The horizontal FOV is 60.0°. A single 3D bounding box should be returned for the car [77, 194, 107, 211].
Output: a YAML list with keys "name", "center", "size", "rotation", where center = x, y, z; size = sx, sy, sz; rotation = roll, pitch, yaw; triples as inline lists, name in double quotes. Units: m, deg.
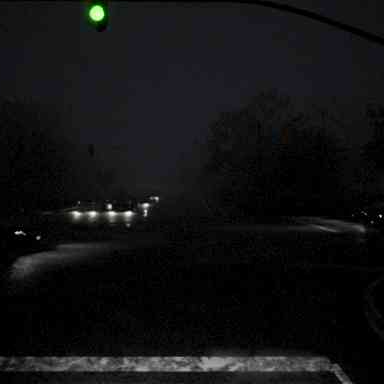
- name: "car"
  center: [-10.588, 0.995, 35.306]
  size: [2.097, 1.767, 4.553]
  rotation: [0, 1, 0]

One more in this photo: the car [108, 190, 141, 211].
- name: "car"
  center: [-7.067, 0.995, 35.292]
  size: [2.097, 1.767, 4.553]
  rotation: [0, 1, -1]

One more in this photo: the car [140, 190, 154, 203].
- name: "car"
  center: [-7.074, 0.825, 48.022]
  size: [1.812, 1.442, 4.674]
  rotation: [0, 2, 0]

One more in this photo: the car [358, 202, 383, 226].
- name: "car"
  center: [12.310, 1.375, 18.721]
  size: [4.718, 1.301, 1.895]
  rotation: [0, 0, -1]

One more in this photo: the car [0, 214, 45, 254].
- name: "car"
  center: [-7.752, 1.339, 11.971]
  size: [4.674, 1.442, 1.812]
  rotation: [0, 0, 5]

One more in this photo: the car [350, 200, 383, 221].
- name: "car"
  center: [13.041, 1.280, 22.232]
  size: [4.674, 1.442, 1.812]
  rotation: [0, 0, -2]

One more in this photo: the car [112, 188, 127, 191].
- name: "car"
  center: [-10.584, 0.509, 48.340]
  size: [2.150, 2.045, 5.566]
  rotation: [0, 2, -1]

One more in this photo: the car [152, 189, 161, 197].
- name: "car"
  center: [-6.990, 0.093, 63.428]
  size: [2.033, 1.411, 5.357]
  rotation: [0, 3, 0]
